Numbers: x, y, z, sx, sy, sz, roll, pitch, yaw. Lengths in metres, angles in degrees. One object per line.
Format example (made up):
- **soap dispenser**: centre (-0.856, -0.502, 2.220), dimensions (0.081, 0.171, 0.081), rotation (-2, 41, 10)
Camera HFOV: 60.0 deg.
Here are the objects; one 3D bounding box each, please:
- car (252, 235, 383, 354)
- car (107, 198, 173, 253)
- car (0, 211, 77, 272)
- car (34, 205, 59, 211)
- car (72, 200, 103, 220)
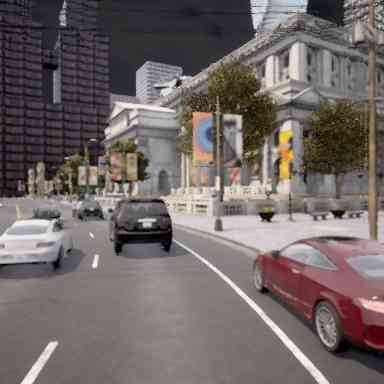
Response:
- **car**: centre (2.600, 1.528, 6.137), dimensions (2.002, 1.452, 4.674), rotation (0, 0, -8)
- **car**: centre (-2.344, 1.282, 14.285), dimensions (2.150, 2.045, 5.566), rotation (0, -1, -17)
- **car**: centre (-5.145, 1.594, 11.124), dimensions (1.812, 1.442, 4.674), rotation (0, 0, -14)
- **car**: centre (-12.135, 1.764, 27.702), dimensions (1.895, 1.301, 4.718), rotation (0, 0, -28)
- **car**: centre (-9.552, 1.511, 30.288), dimensions (2.097, 1.767, 4.553), rotation (0, 0, -28)
